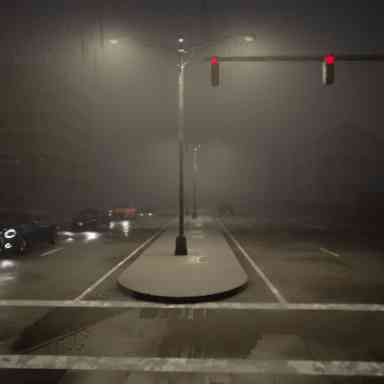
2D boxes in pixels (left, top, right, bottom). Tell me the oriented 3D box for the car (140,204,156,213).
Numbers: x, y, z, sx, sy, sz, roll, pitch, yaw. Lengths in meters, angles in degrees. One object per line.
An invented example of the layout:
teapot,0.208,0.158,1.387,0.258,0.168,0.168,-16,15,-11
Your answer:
car,-6.648,2.490,51.033,1.994,1.385,4.181,0,-1,2

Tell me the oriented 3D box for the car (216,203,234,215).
car,4.739,2.311,46.000,1.837,1.490,4.892,0,-1,1

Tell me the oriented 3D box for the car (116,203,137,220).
car,-7.157,1.991,34.672,2.097,1.767,4.553,0,-1,2

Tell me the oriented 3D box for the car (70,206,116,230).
car,-7.416,1.968,24.803,1.837,1.490,4.892,0,-1,2

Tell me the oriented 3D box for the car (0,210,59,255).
car,-7.680,1.636,14.647,2.097,1.767,4.553,0,-1,1

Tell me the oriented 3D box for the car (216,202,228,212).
car,4.998,2.514,56.310,1.812,1.442,4.674,0,-1,1
